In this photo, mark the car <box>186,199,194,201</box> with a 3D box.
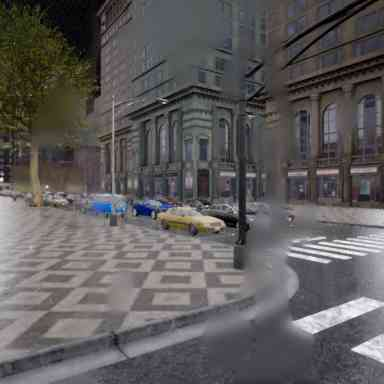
[{"bbox_3d":[0.202,1.315,32.048,1.947,1.339,4.313,1,0,-35],"label":"car"}]

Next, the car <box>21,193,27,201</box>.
[{"bbox_3d":[-26.202,0.830,54.656,2.008,1.369,4.403,1,0,-35],"label":"car"}]

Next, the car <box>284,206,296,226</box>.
[{"bbox_3d":[4.351,1.360,21.541,2.128,1.511,4.902,0,1,-35],"label":"car"}]

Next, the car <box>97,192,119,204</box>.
[{"bbox_3d":[-12.759,0.881,50.403,1.967,1.590,4.097,1,0,-35],"label":"car"}]

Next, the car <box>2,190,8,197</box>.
[{"bbox_3d":[-42.404,0.330,77.597,1.967,1.590,4.097,1,0,-35],"label":"car"}]

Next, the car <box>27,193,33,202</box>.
[{"bbox_3d":[-22.961,0.910,50.068,2.008,1.369,4.403,1,0,-35],"label":"car"}]

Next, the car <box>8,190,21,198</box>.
[{"bbox_3d":[-35.922,0.483,68.420,1.967,1.590,4.097,1,0,-35],"label":"car"}]

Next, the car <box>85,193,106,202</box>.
[{"bbox_3d":[-16.001,0.910,54.991,2.008,1.369,4.403,1,0,-35],"label":"car"}]

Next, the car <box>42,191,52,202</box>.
[{"bbox_3d":[-19.720,0.992,45.480,2.008,1.369,4.403,1,0,-35],"label":"car"}]

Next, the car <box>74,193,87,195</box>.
[{"bbox_3d":[-14.912,1.010,43.350,1.837,1.490,4.892,0,1,-35],"label":"car"}]

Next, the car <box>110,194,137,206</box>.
[{"bbox_3d":[-9.520,1.073,45.815,2.008,1.369,4.403,1,0,-35],"label":"car"}]

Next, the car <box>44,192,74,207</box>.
[{"bbox_3d":[-16.382,1.051,40.753,1.752,1.417,4.829,1,0,-35],"label":"car"}]

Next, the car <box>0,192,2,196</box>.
[{"bbox_3d":[-45.645,0.254,82.186,1.967,1.590,4.097,1,0,-35],"label":"car"}]

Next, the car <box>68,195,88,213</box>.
[{"bbox_3d":[-9.997,1.230,31.711,2.008,1.369,4.403,1,0,-35],"label":"car"}]

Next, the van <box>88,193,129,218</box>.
[{"bbox_3d":[-6.755,1.091,27.122,1.690,1.788,3.998,1,0,-35],"label":"van"}]

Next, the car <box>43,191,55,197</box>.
[{"bbox_3d":[-35.445,0.471,82.518,1.802,1.307,4.206,1,0,-35],"label":"car"}]

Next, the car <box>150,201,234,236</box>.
[{"bbox_3d":[-0.176,1.398,17.802,1.752,1.417,4.829,1,0,-35],"label":"car"}]

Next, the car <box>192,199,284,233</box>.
[{"bbox_3d":[2.385,1.370,18.789,2.128,1.511,4.902,0,1,-36],"label":"car"}]

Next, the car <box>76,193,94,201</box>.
[{"bbox_3d":[-19.242,0.861,59.579,1.802,1.307,4.206,1,0,-35],"label":"car"}]

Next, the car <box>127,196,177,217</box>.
[{"bbox_3d":[-3.057,1.258,26.485,1.882,1.535,5.008,0,1,-35],"label":"car"}]

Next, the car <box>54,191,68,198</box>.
[{"bbox_3d":[-28.963,0.587,73.342,1.887,1.381,4.507,1,0,-35],"label":"car"}]

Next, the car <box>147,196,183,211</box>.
[{"bbox_3d":[-3.037,1.224,36.636,1.887,1.381,4.507,1,0,-35],"label":"car"}]
